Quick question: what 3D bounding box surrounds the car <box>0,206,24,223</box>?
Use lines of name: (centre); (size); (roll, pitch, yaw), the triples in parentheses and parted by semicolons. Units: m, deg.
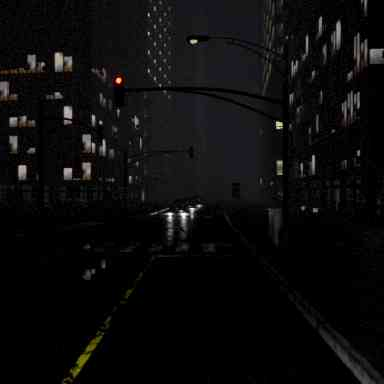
car: (-16.444, 1.854, 28.063); (4.403, 1.369, 2.008); (-1, 1, 10)

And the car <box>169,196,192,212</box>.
car: (-1.448, 1.499, 37.854); (1.812, 1.442, 4.674); (0, 0, 5)

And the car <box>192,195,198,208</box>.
car: (-0.522, 1.484, 47.945); (1.812, 1.442, 4.674); (0, 0, 5)

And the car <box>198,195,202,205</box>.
car: (0.593, 1.292, 57.885); (2.097, 1.767, 4.553); (0, 0, 7)
